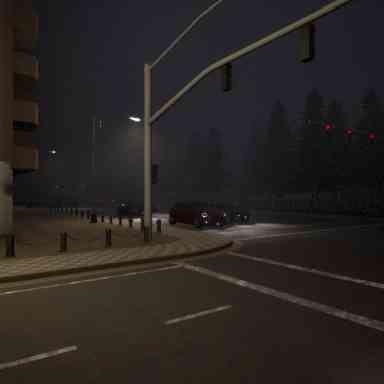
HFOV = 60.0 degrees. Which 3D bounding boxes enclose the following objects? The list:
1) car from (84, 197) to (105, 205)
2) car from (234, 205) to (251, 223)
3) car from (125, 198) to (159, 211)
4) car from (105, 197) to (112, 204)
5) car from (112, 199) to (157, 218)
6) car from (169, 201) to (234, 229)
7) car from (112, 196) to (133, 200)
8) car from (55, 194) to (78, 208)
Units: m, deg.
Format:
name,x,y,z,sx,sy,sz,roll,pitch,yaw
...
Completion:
name,x,y,z,sx,sy,sz,roll,pitch,yaw
car,-18.049,1.656,60.339,1.895,1.301,4.718,0,0,-36
car,2.395,1.560,25.620,1.837,1.490,4.892,0,0,-36
car,-5.527,1.656,36.623,1.895,1.301,4.718,0,0,-36
car,-16.723,1.656,64.459,1.895,1.301,4.718,0,0,-36
car,-5.307,1.619,30.330,1.994,1.385,4.181,0,0,-36
car,0.316,1.407,22.518,2.097,1.767,4.553,0,0,-36
car,-11.461,1.408,57.183,2.097,1.767,4.553,0,0,-36
car,-18.515,1.278,48.769,2.150,2.045,5.566,0,0,-35
